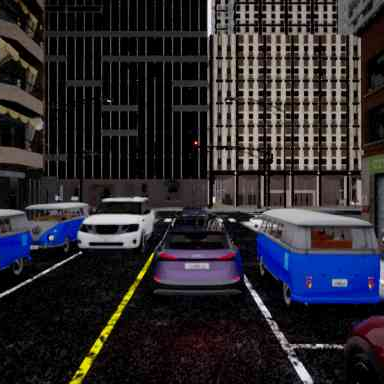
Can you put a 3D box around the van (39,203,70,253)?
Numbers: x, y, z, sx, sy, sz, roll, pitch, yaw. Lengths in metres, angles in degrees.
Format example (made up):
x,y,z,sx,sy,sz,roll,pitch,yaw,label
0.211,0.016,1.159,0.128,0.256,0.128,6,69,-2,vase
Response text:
x,y,z,sx,sy,sz,roll,pitch,yaw,label
-5.314,1.345,13.308,1.690,1.788,3.998,0,0,0,van

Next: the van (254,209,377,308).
x,y,z,sx,sy,sz,roll,pitch,yaw,label
2.568,1.343,7.625,1.690,1.788,3.998,0,0,0,van

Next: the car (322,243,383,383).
x,y,z,sx,sy,sz,roll,pitch,yaw,label
2.569,1.440,1.935,1.967,1.590,4.097,0,0,0,car

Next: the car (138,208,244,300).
x,y,z,sx,sy,sz,roll,pitch,yaw,label
0.098,1.432,8.381,2.033,1.649,4.856,0,0,0,car

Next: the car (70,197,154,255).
x,y,z,sx,sy,sz,roll,pitch,yaw,label
-2.797,1.227,13.642,2.150,2.045,5.566,0,0,0,car

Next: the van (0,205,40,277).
x,y,z,sx,sy,sz,roll,pitch,yaw,label
-5.312,1.343,7.618,1.690,1.788,3.998,0,0,0,van
